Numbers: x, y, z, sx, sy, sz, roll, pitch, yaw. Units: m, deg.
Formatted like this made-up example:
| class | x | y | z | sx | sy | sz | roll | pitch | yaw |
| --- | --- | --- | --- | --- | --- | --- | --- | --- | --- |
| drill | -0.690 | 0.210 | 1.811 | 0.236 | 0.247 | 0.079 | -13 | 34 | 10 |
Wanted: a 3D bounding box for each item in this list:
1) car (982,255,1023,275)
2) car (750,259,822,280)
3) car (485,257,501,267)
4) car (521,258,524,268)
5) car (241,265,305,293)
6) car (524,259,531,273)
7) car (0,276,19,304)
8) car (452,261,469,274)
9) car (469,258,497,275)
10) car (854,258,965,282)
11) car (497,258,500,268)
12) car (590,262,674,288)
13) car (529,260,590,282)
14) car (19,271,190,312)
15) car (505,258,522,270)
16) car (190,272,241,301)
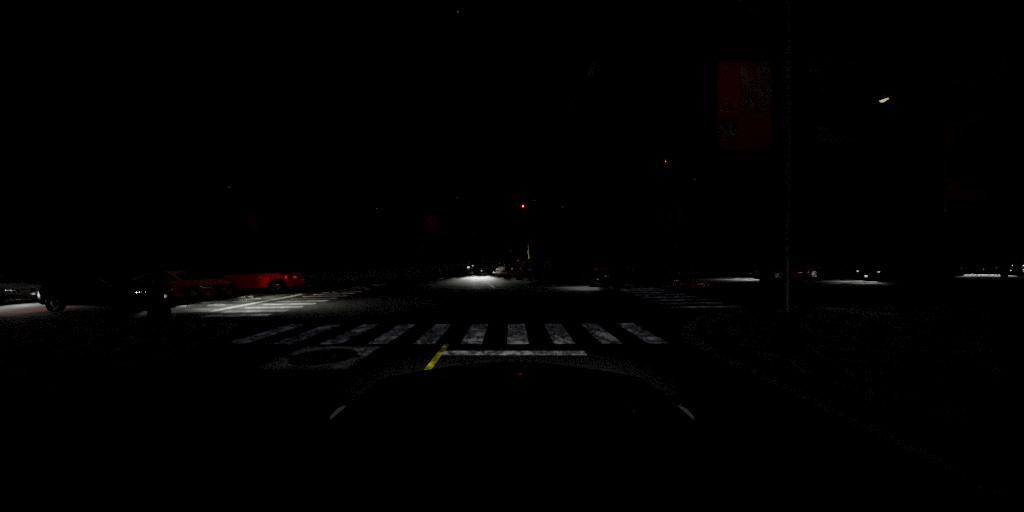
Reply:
| class | x | y | z | sx | sy | sz | roll | pitch | yaw |
| --- | --- | --- | --- | --- | --- | --- | --- | --- | --- |
| car | 36.753 | 0.636 | 25.720 | 4.181 | 1.385 | 1.994 | -1 | 0 | 0 |
| car | 19.545 | 0.932 | 25.706 | 4.181 | 1.385 | 1.994 | -1 | 0 | 0 |
| car | -3.201 | 1.286 | 58.891 | 1.812 | 1.442 | 4.674 | 0 | 0 | 0 |
| car | 2.680 | 1.302 | 52.053 | 1.888 | 1.381 | 4.507 | 0 | 0 | 0 |
| car | -15.666 | 1.360 | 22.397 | 4.553 | 1.767 | 2.097 | -1 | 0 | 0 |
| car | 2.733 | 1.304 | 41.164 | 2.007 | 1.370 | 4.403 | 0 | 0 | 0 |
| car | -27.623 | 1.762 | 18.932 | 4.674 | 1.442 | 1.812 | -1 | 0 | 0 |
| car | -5.792 | 1.304 | 41.126 | 2.007 | 1.370 | 4.403 | 0 | 0 | 0 |
| car | -3.117 | 1.245 | 39.094 | 2.128 | 1.511 | 4.902 | 0 | 0 | 0 |
| car | 24.829 | 0.829 | 22.464 | 5.357 | 1.411 | 2.033 | -1 | 0 | 0 |
| car | -3.164 | 1.304 | 48.953 | 2.033 | 1.411 | 5.357 | 0 | 0 | 0 |
| car | 7.529 | 1.113 | 22.020 | 4.674 | 1.442 | 1.812 | -1 | 0 | -6 |
| car | 4.163 | 1.162 | 27.339 | 5.008 | 1.535 | 1.882 | -2 | 1 | 23 |
| car | -17.626 | 1.546 | 15.706 | 4.902 | 1.511 | 2.128 | -1 | 0 | 2 |
| car | 0.016 | 1.358 | 51.114 | 1.895 | 1.301 | 4.718 | 0 | 0 | 0 |
| car | -17.649 | 1.527 | 18.950 | 5.008 | 1.535 | 1.882 | -1 | 0 | 2 |
